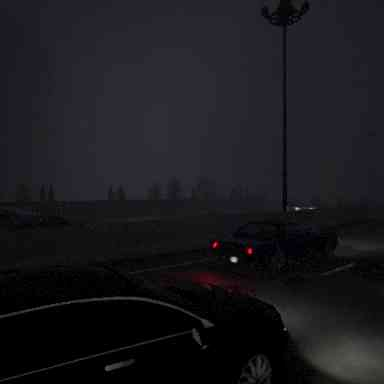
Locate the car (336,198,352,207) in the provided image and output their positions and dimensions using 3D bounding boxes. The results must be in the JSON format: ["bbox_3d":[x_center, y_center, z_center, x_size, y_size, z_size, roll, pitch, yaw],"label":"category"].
[{"bbox_3d":[21.151,1.537,46.349,2.033,1.411,5.357,0,0,25],"label":"car"}]

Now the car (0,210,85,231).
[{"bbox_3d":[-6.124,1.563,12.767,4.181,1.385,1.994,0,0,-38],"label":"car"}]

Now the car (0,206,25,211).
[{"bbox_3d":[-9.581,1.491,14.525,4.902,1.511,2.128,0,0,-37],"label":"car"}]

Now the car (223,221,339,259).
[{"bbox_3d":[2.844,1.599,10.779,4.718,1.301,1.895,0,0,-41],"label":"car"}]

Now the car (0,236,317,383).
[{"bbox_3d":[-1.086,1.506,3.176,4.892,1.490,1.837,0,1,-36],"label":"car"}]

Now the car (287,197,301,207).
[{"bbox_3d":[15.326,1.497,50.513,1.837,1.490,4.892,0,0,24],"label":"car"}]

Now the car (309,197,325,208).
[{"bbox_3d":[18.331,1.495,48.676,1.837,1.490,4.892,0,0,25],"label":"car"}]

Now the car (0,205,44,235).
[{"bbox_3d":[-10.726,1.525,18.006,4.674,1.442,1.812,0,0,-38],"label":"car"}]
